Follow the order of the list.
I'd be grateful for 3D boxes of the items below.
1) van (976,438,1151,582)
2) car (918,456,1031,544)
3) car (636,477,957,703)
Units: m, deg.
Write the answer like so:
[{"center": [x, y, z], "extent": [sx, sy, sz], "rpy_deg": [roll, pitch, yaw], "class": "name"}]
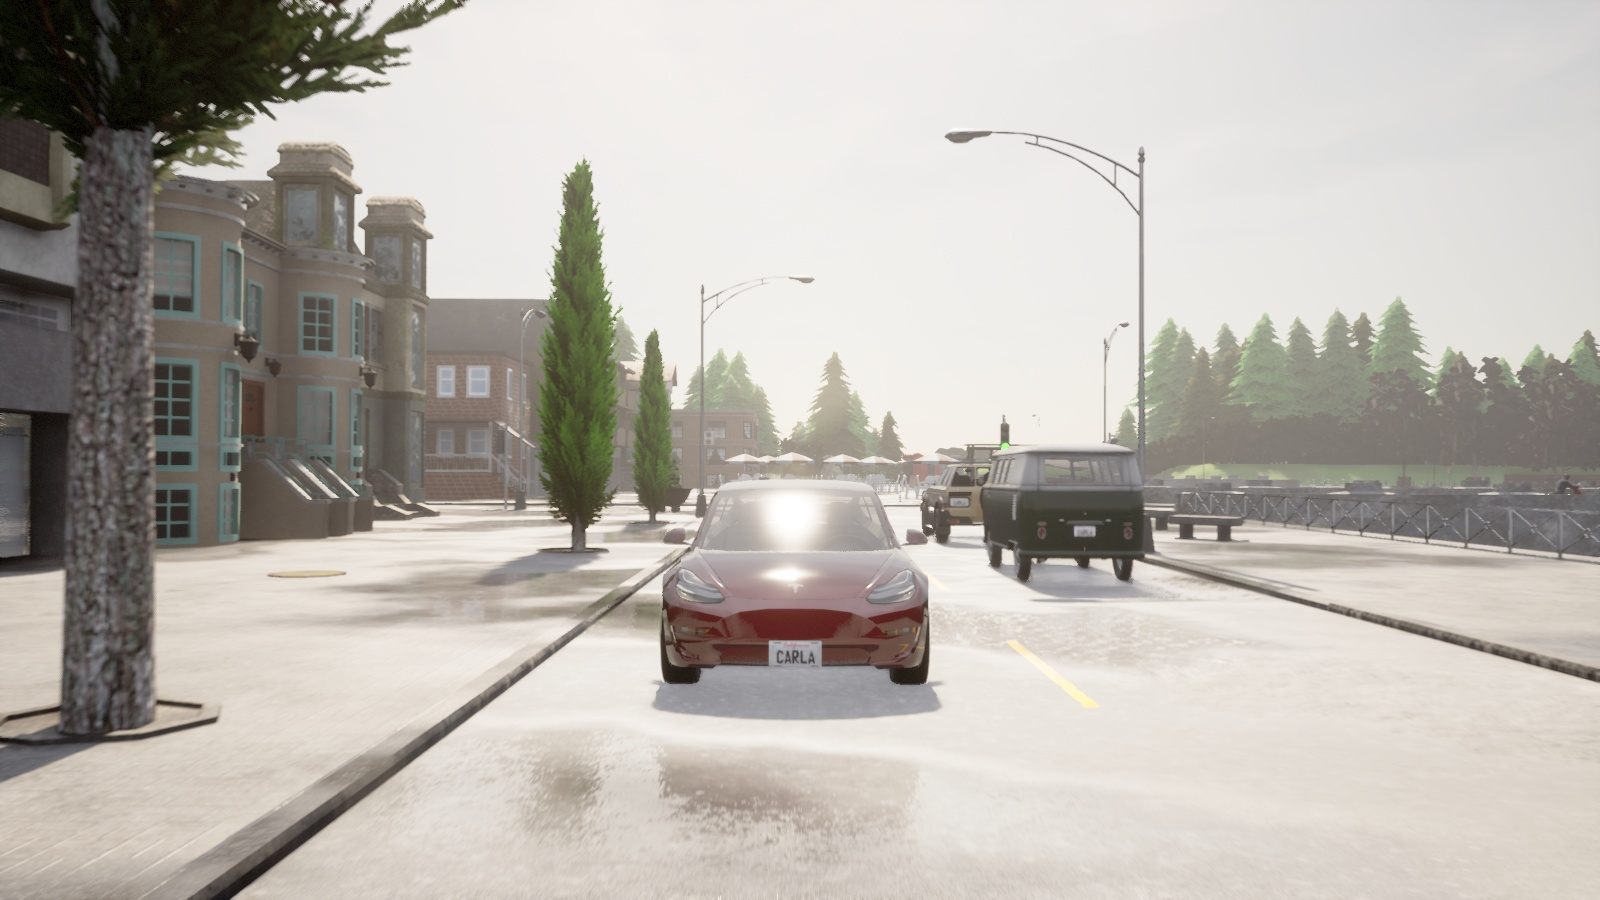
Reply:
[{"center": [3.947, 0.876, 19.568], "extent": [1.775, 1.987, 4.442], "rpy_deg": [0, -1, 0], "class": "van"}, {"center": [3.927, 1.101, 28.974], "extent": [1.932, 1.855, 4.605], "rpy_deg": [0, -1, 0], "class": "car"}, {"center": [-0.029, 0.997, 10.873], "extent": [2.163, 1.488, 4.792], "rpy_deg": [0, -1, 0], "class": "car"}]
